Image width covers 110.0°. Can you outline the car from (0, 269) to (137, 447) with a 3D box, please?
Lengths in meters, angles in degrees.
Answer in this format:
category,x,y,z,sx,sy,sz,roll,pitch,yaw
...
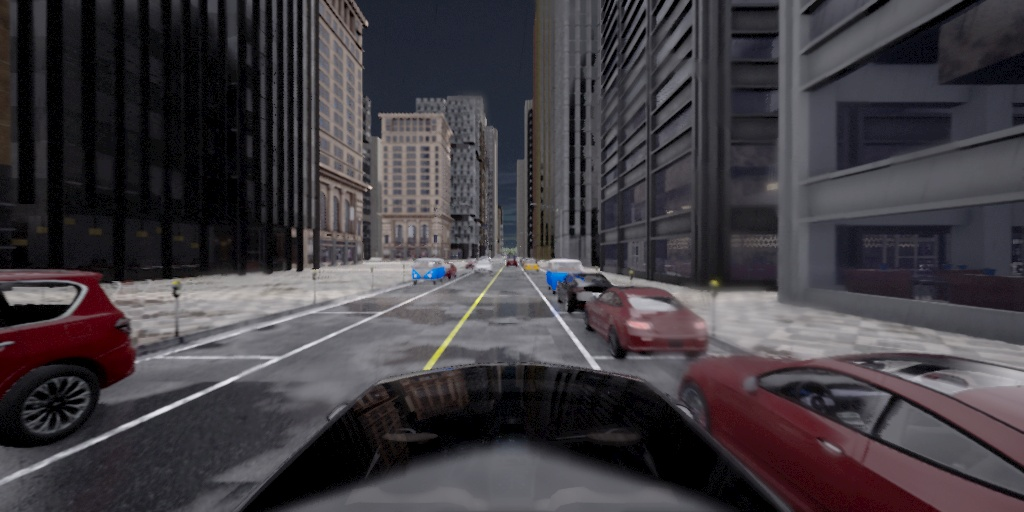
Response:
category,x,y,z,sx,sy,sz,roll,pitch,yaw
car,-5.763,1.063,2.470,2.192,1.841,5.009,0,0,0

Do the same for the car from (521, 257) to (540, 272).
category,x,y,z,sx,sy,sz,roll,pitch,yaw
car,2.346,1.120,43.883,1.801,1.575,5.366,0,0,0

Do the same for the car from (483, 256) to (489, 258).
category,x,y,z,sx,sy,sz,roll,pitch,yaw
car,-5.769,1.179,64.520,1.948,1.339,4.313,0,0,0

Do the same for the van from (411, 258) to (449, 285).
category,x,y,z,sx,sy,sz,roll,pitch,yaw
van,-5.765,1.043,25.033,1.690,1.789,3.998,0,0,0

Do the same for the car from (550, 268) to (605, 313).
category,x,y,z,sx,sy,sz,roll,pitch,yaw
car,2.762,1.292,13.756,1.948,1.339,4.313,0,0,0

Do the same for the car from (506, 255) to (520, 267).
category,x,y,z,sx,sy,sz,roll,pitch,yaw
car,-0.005,1.097,62.212,1.882,1.535,5.008,0,0,0

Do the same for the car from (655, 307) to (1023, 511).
category,x,y,z,sx,sy,sz,roll,pitch,yaw
car,2.763,1.331,2.474,1.802,1.307,4.207,0,0,0

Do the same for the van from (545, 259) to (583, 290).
category,x,y,z,sx,sy,sz,roll,pitch,yaw
van,2.761,1.055,19.396,1.690,1.789,3.998,0,0,0

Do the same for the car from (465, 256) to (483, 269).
category,x,y,z,sx,sy,sz,roll,pitch,yaw
car,-5.768,1.081,53.237,1.967,1.591,4.097,0,0,0

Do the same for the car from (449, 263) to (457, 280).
category,x,y,z,sx,sy,sz,roll,pitch,yaw
car,-5.765,1.236,30.674,1.888,1.381,4.507,0,0,0

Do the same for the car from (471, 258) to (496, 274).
category,x,y,z,sx,sy,sz,roll,pitch,yaw
car,-3.089,1.199,39.297,1.812,1.442,4.674,0,0,0

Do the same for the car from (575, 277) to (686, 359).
category,x,y,z,sx,sy,sz,roll,pitch,yaw
car,2.762,1.319,8.115,1.802,1.307,4.207,0,0,0
